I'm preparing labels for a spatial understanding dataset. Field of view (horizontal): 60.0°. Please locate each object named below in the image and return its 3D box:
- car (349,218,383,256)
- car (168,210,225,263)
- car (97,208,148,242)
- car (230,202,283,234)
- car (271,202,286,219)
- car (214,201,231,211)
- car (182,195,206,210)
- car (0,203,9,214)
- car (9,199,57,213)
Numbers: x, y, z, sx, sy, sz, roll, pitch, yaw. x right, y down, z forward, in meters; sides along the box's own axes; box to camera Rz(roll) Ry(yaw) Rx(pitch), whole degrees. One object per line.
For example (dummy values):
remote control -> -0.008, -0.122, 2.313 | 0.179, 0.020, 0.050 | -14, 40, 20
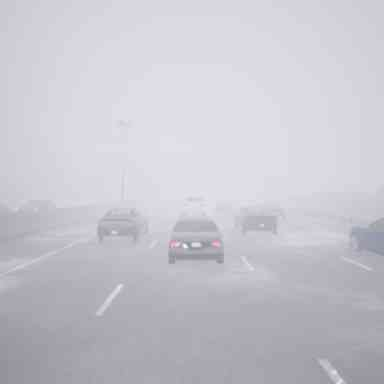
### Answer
car -> 7.124, 1.526, 11.129 | 1.882, 1.535, 5.008 | 0, 0, 0
car -> 0.129, 1.593, 12.170 | 2.033, 1.411, 5.357 | 0, 0, 0
car -> -3.359, 1.550, 16.797 | 2.128, 1.511, 4.902 | 0, 0, 0
car -> 3.648, 1.554, 19.710 | 1.882, 1.535, 5.008 | 0, 0, 0
car -> 7.176, 1.645, 30.447 | 1.812, 1.442, 4.674 | 0, 0, 0
car -> 3.701, 1.714, 39.904 | 1.994, 1.385, 4.181 | 0, 0, 0
car -> 0.183, 1.342, 32.827 | 2.150, 2.045, 5.566 | 0, 0, 0
car -> -17.457, 1.613, 28.755 | 1.812, 1.442, 4.674 | 0, 0, 1
car -> -13.940, 1.447, 29.927 | 2.097, 1.767, 4.553 | 0, 0, 1
